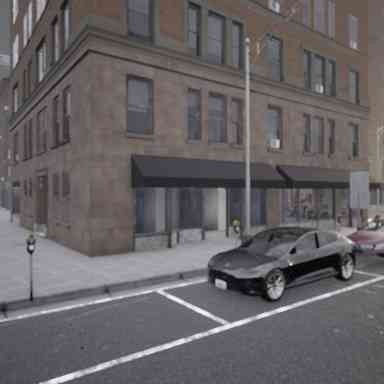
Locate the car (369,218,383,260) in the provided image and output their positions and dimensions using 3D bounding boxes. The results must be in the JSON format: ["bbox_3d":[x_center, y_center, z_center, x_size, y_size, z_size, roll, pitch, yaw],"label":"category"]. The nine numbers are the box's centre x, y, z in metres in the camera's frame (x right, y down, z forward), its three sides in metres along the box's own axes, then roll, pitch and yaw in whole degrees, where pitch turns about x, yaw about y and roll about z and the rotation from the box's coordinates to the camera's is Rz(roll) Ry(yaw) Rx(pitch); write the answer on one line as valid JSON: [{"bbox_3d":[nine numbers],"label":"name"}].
[{"bbox_3d":[6.829,1.587,11.502,4.206,1.307,1.802,0,0,-36],"label":"car"}]

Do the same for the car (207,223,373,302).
[{"bbox_3d":[2.372,1.568,8.276,4.313,1.339,1.947,0,0,-36],"label":"car"}]
